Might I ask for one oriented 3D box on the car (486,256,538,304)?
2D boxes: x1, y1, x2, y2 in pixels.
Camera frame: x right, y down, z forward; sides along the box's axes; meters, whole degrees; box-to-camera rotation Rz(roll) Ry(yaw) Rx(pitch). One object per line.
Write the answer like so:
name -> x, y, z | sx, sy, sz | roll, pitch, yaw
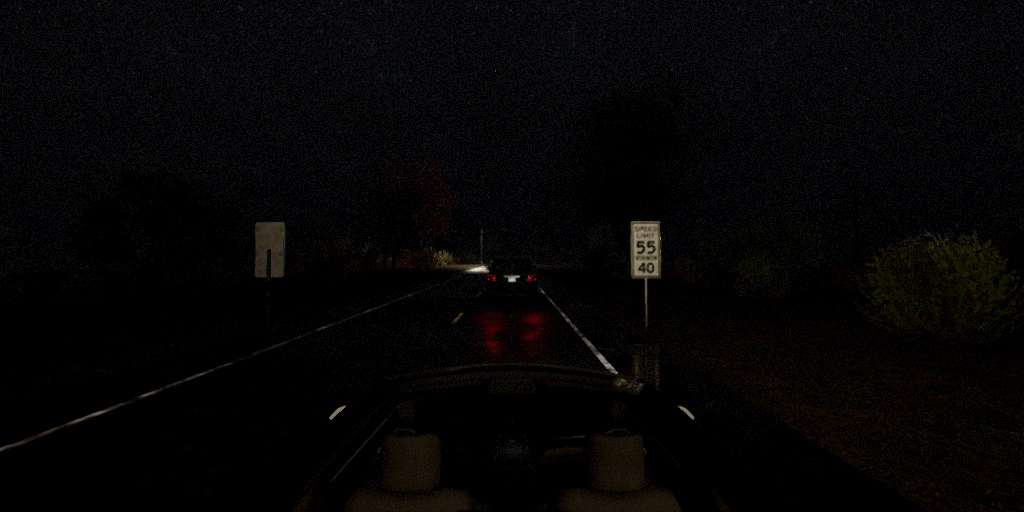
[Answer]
car -> 0.000, 1.026, 16.541 | 2.150, 2.045, 5.566 | 0, 0, 0
